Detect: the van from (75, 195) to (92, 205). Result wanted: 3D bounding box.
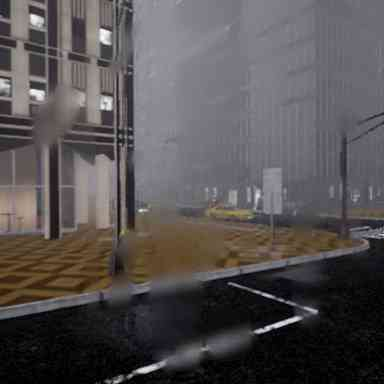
[{"bbox_3d":[-19.530,1.413,59.718,1.690,1.788,3.998,-1,0,-36],"label":"van"}]

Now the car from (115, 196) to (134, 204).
[{"bbox_3d":[-13.118,1.545,64.302,1.887,1.381,4.507,-1,0,-36],"label":"car"}]

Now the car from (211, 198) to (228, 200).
[{"bbox_3d":[3.088,1.483,41.735,1.967,1.590,4.097,-1,0,-36],"label":"car"}]

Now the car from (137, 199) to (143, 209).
[{"bbox_3d":[-7.460,1.640,47.124,1.994,1.385,4.181,-1,0,-35],"label":"car"}]

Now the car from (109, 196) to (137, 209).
[{"bbox_3d":[-9.833,1.538,46.157,1.967,1.590,4.097,-1,0,-36],"label":"car"}]

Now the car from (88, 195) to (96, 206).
[{"bbox_3d":[-16.297,1.521,55.198,1.967,1.590,4.097,-1,0,-36],"label":"car"}]

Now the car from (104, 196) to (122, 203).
[{"bbox_3d":[-16.350,1.542,68.823,2.008,1.369,4.403,-1,0,-36],"label":"car"}]

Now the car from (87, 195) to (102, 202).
[{"bbox_3d":[-22.815,1.413,77.863,1.967,1.590,4.097,-1,0,-36],"label":"car"}]

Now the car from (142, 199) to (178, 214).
[{"bbox_3d":[-3.318,1.642,36.946,1.752,1.417,4.829,-1,0,-36],"label":"car"}]

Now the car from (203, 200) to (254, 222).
[{"bbox_3d":[3.090,1.659,27.862,1.752,1.417,4.829,-1,0,-36],"label":"car"}]

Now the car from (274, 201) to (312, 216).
[{"bbox_3d":[9.612,1.610,32.735,2.008,1.369,4.403,-1,0,-36],"label":"car"}]
